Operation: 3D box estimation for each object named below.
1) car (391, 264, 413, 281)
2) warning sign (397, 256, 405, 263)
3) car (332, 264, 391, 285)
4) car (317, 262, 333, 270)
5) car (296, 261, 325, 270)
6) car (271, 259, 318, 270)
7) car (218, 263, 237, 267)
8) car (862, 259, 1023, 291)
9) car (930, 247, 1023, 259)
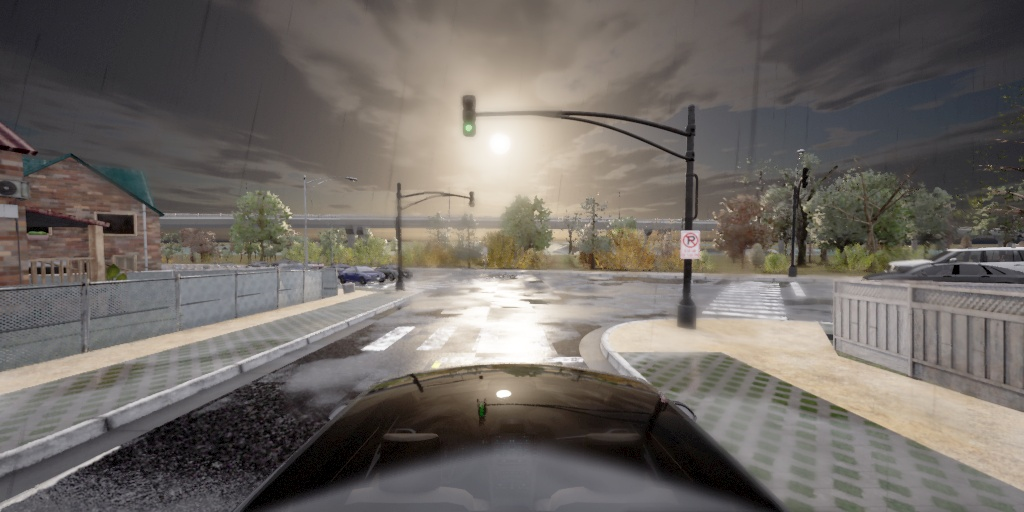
[{"bbox_3d":[-10.734,1.426,31.919,4.181,1.385,1.994,0,2,36],"label":"car"},{"bbox_3d":[-14.333,0.732,46.204,1.060,1.860,1.300,0,0,36],"label":"warning sign"},{"bbox_3d":[-12.181,1.495,28.952,4.674,1.442,1.812,0,2,36],"label":"car"},{"bbox_3d":[-17.719,1.485,36.973,4.181,1.385,1.994,-1,2,36],"label":"car"},{"bbox_3d":[-30.630,1.445,54.471,4.718,1.301,1.895,-1,2,36],"label":"car"},{"bbox_3d":[-21.805,1.402,35.918,4.553,1.767,2.097,0,2,36],"label":"car"},{"bbox_3d":[-37.558,1.696,47.411,4.892,1.490,1.837,-1,1,37],"label":"car"},{"bbox_3d":[18.201,1.021,15.215,4.892,1.490,1.837,-1,2,36],"label":"car"},{"bbox_3d":[21.504,0.615,16.823,5.566,2.045,2.150,0,2,36],"label":"car"}]
